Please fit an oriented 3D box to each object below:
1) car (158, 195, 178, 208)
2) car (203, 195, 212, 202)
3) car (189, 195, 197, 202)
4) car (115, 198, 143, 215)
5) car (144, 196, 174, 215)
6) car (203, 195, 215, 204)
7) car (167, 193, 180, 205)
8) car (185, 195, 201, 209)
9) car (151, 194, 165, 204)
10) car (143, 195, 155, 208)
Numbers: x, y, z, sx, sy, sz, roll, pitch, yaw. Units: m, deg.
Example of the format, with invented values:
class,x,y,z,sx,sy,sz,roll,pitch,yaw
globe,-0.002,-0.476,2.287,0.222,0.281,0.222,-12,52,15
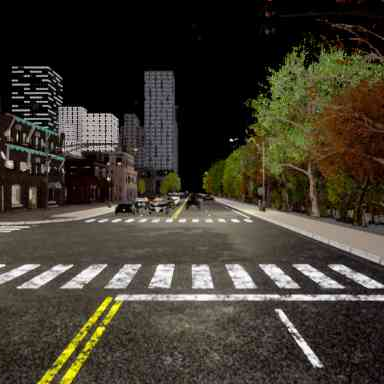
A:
class,x,y,z,sx,sy,sz,roll,pitch,yaw
car,-3.253,1.489,44.493,1.837,1.490,4.892,0,0,0
car,3.385,1.447,74.274,1.882,1.535,5.008,0,0,0
car,0.150,1.493,75.609,1.812,1.442,4.674,0,0,0
car,-6.531,1.553,33.943,1.994,1.385,4.181,0,0,0
car,-3.279,1.480,34.251,2.128,1.511,4.902,0,0,0
car,3.468,1.467,64.005,2.128,1.511,4.902,0,0,0
car,-3.216,1.201,55.218,2.150,2.045,5.566,0,0,1
car,0.185,1.490,46.020,1.837,1.490,4.892,0,0,0
car,-6.437,1.328,62.632,2.097,1.767,4.553,0,0,1
car,-6.513,1.477,42.820,2.128,1.511,4.902,0,0,0
